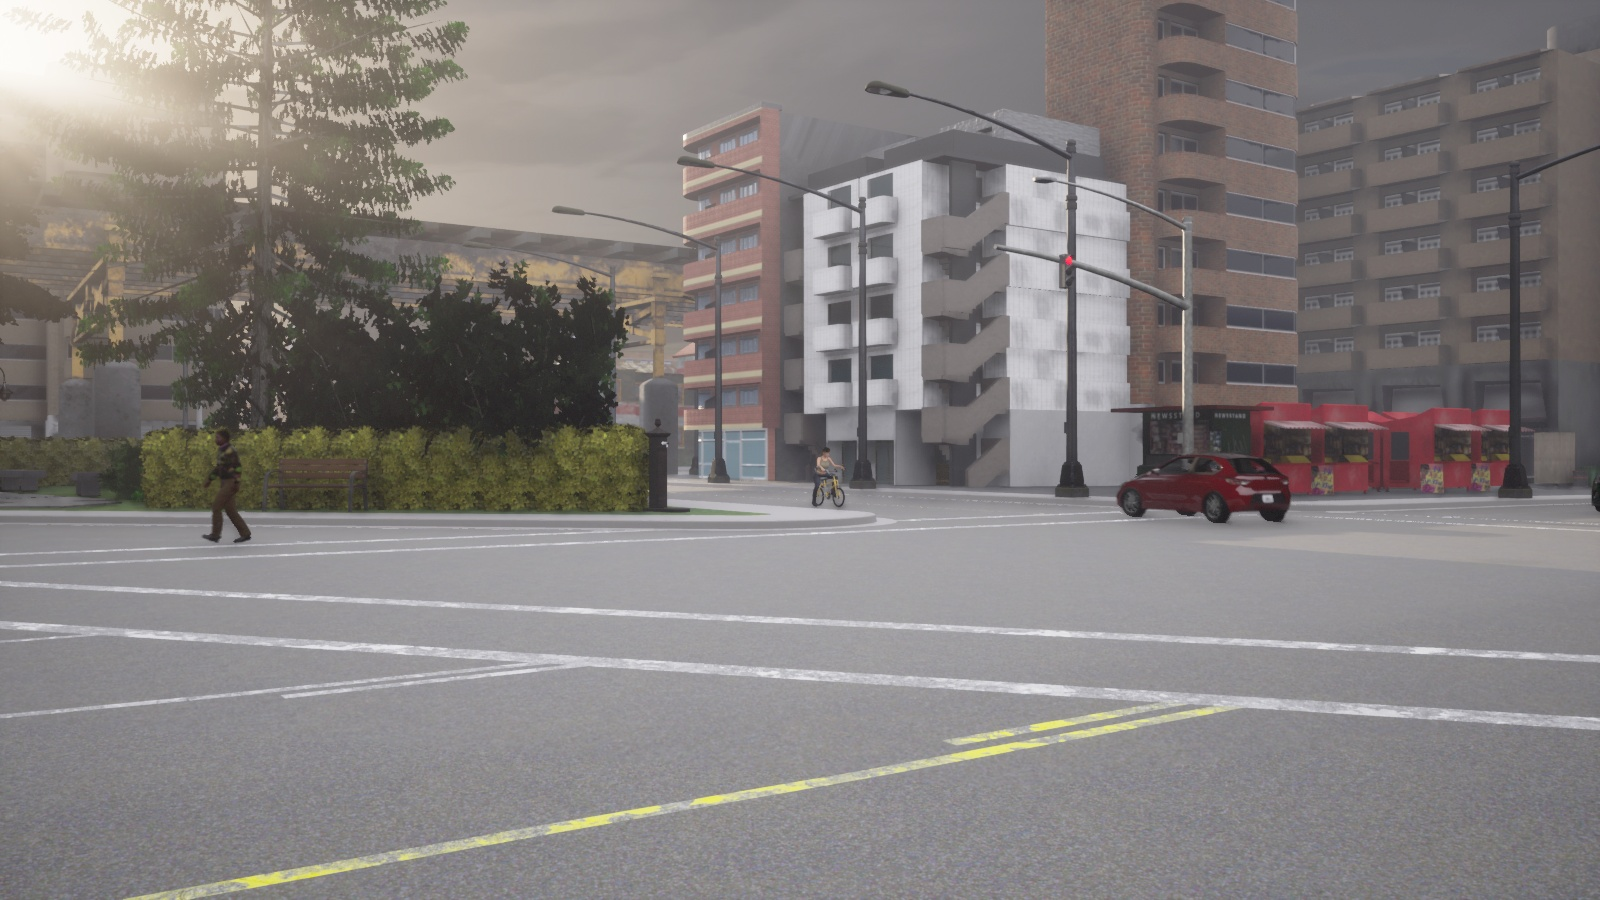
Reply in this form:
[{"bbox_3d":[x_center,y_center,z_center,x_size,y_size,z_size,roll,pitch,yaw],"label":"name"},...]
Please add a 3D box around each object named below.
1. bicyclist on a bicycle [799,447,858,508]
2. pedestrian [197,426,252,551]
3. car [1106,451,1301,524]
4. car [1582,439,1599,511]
[{"bbox_3d":[0.769,0.723,34.005,0.866,1.612,1.509,0,0,-34],"label":"bicyclist on a bicycle"},{"bbox_3d":[-9.086,0.597,19.836,0.692,1.930,0.395,0,0,-43],"label":"pedestrian"},{"bbox_3d":[8.827,0.767,27.828,1.816,1.474,4.193,0,0,-23],"label":"car"},{"bbox_3d":[21.910,0.614,31.652,4.553,1.767,2.097,0,0,-35],"label":"car"}]
